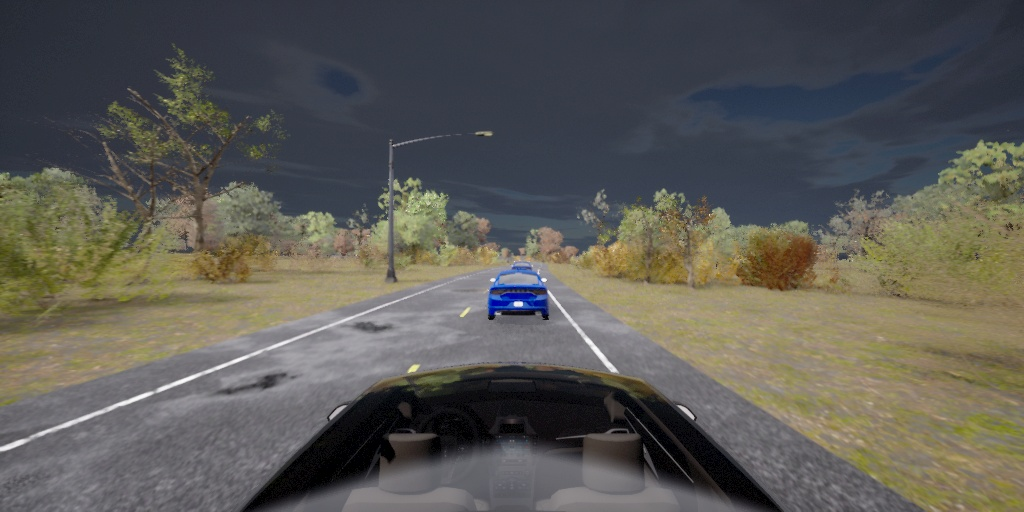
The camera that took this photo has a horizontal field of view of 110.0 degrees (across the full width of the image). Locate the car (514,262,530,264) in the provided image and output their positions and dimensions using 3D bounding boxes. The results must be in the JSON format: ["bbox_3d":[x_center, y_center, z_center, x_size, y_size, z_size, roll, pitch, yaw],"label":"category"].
[{"bbox_3d":[0.932,1.248,32.964,1.882,1.535,5.008,0,0,3],"label":"car"}]

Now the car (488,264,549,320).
[{"bbox_3d":[0.229,1.222,12.696,1.882,1.535,5.008,0,0,1],"label":"car"}]
